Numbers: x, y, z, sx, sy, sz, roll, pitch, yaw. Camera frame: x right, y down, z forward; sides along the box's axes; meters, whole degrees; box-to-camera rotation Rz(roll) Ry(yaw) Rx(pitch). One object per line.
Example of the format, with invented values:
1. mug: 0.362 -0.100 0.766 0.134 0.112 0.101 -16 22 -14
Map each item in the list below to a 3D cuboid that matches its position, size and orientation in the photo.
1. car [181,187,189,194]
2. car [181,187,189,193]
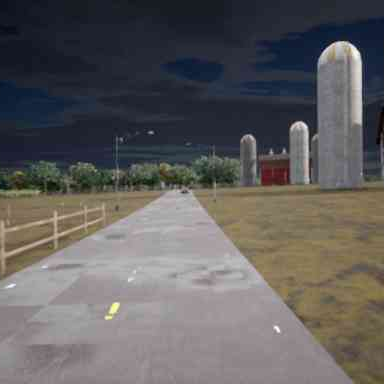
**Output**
1. car: -1.604 -0.162 75.040 1.895 1.301 4.718 -1 2 -1
2. car: -1.828 -0.636 85.152 1.994 1.385 4.181 -1 2 -1
